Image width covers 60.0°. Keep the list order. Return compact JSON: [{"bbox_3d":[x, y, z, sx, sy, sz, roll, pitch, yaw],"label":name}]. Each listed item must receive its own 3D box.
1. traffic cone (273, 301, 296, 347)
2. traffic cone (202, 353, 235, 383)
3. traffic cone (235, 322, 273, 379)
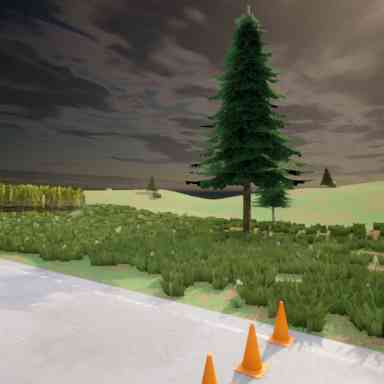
[{"bbox_3d":[1.348,1.955,5.029,0.340,0.580,0.340,0,0,36],"label":"traffic cone"},{"bbox_3d":[0.179,1.955,3.406,0.340,0.580,0.340,0,0,36],"label":"traffic cone"},{"bbox_3d":[0.764,1.955,4.218,0.340,0.580,0.340,0,0,36],"label":"traffic cone"}]
